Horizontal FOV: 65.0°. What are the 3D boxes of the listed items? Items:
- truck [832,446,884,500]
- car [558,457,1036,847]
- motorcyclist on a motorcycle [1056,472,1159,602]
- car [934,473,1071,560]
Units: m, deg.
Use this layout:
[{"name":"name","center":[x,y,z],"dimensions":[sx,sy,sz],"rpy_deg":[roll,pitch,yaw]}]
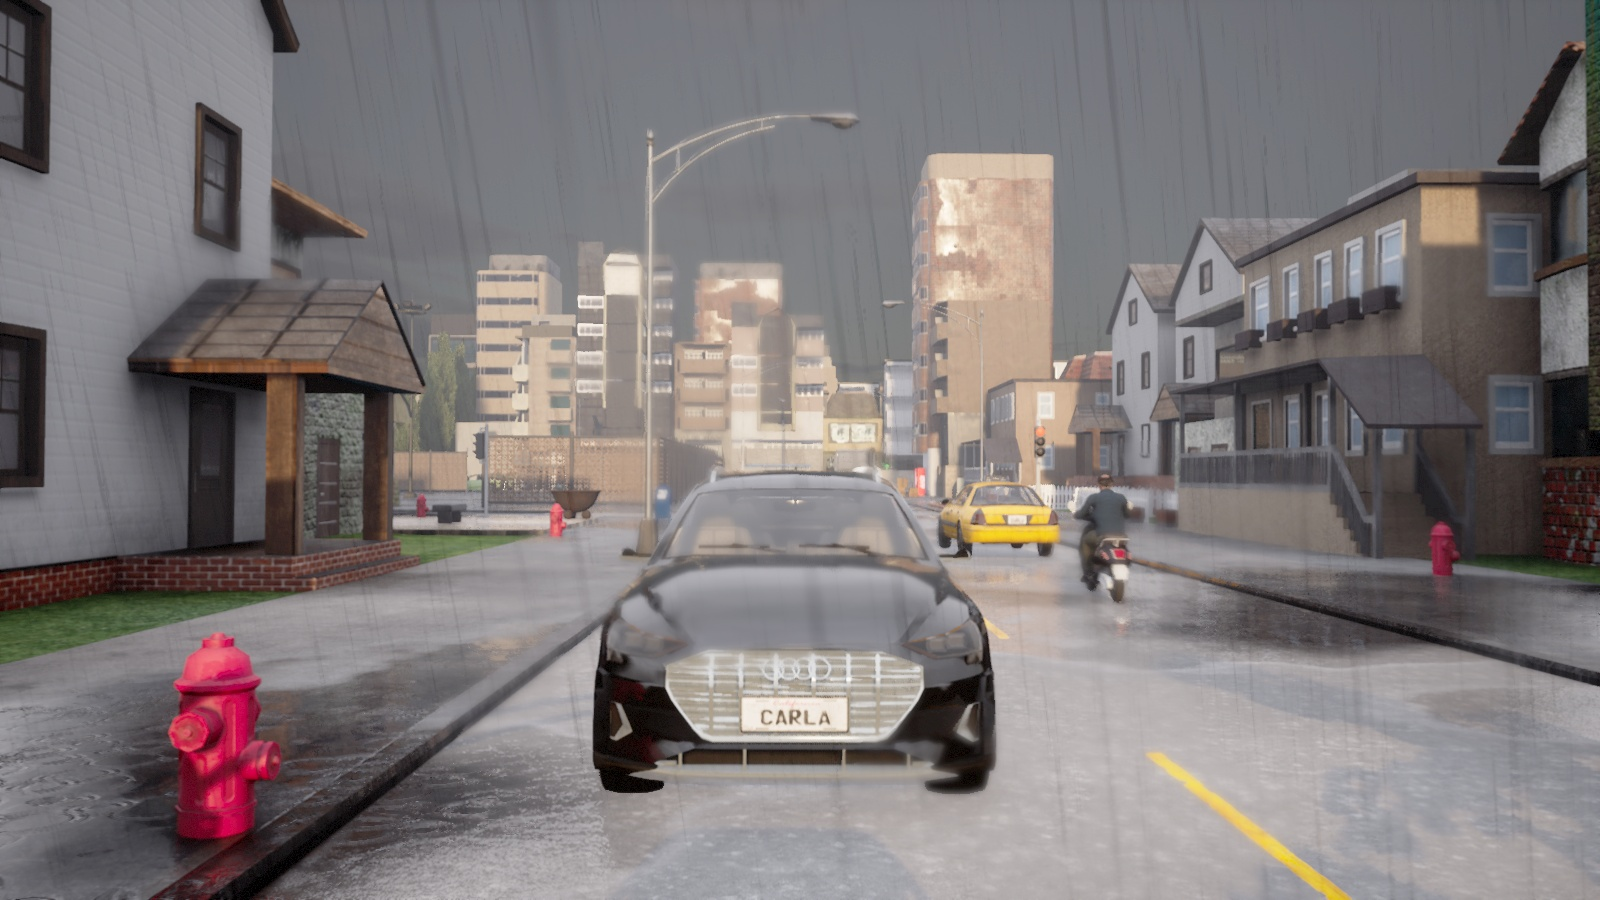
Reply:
[{"name":"truck","center":[3.790,1.513,83.471],"dimensions":[2.891,3.462,7.936],"rpy_deg":[0,-1,-1]},{"name":"car","center":[-0.022,0.908,7.788],"dimensions":[2.033,1.649,4.856],"rpy_deg":[0,-1,0]},{"name":"motorcyclist on a motorcycle","center":[3.958,1.088,16.318],"dimensions":[0.866,1.590,1.817],"rpy_deg":[0,-1,0]},{"name":"car","center":[3.942,1.256,25.358],"dimensions":[1.801,1.575,5.366],"rpy_deg":[0,-1,-1]}]
